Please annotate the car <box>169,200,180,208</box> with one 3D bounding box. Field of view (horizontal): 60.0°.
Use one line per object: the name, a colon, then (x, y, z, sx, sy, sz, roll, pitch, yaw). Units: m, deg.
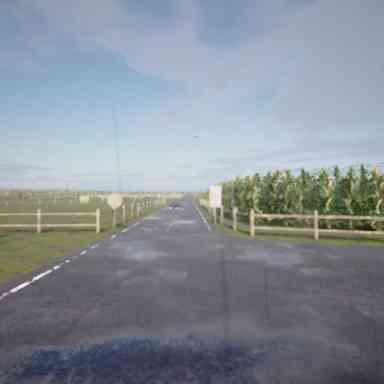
car: (-3.206, 2.159, 61.266, 1.994, 1.385, 4.181, 0, -1, 0)
